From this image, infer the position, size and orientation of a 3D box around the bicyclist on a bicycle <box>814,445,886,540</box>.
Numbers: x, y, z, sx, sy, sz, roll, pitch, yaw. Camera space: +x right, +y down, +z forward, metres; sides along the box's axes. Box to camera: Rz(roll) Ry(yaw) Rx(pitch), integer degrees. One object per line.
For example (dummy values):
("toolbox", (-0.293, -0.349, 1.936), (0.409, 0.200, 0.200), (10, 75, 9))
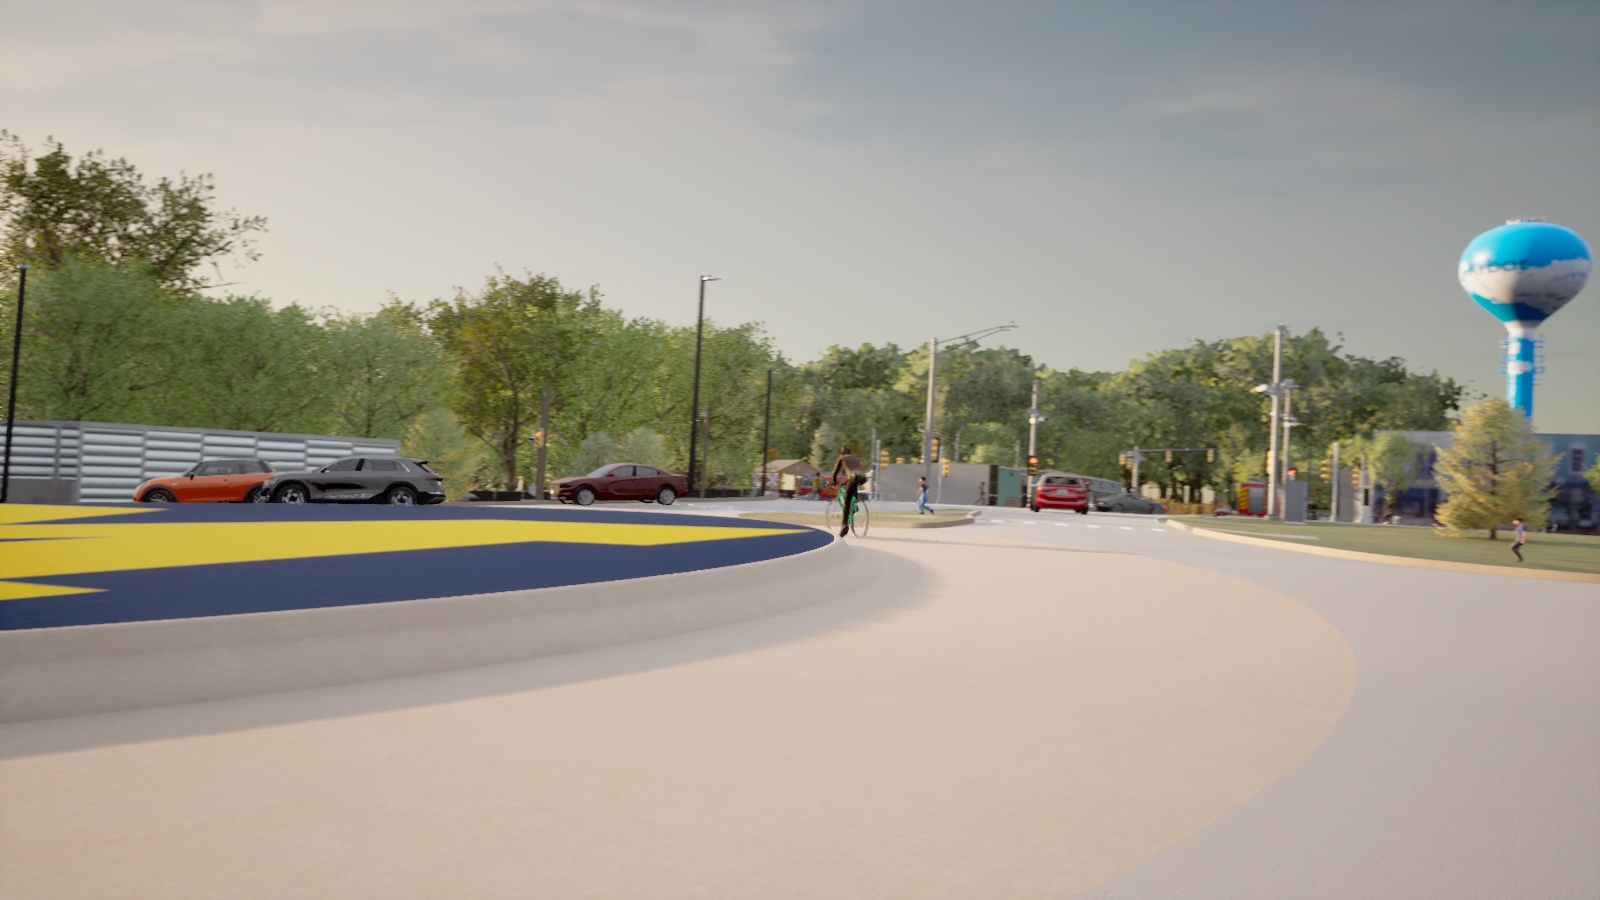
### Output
("bicyclist on a bicycle", (0.872, 0.748, 22.283), (0.582, 1.620, 1.656), (1, -1, -24))

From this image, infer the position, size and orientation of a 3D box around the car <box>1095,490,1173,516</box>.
("car", (20.775, 3.302, 78.201), (4.181, 1.385, 1.994), (3, -2, -14))

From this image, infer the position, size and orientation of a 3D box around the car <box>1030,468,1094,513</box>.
("car", (10.898, 1.667, 52.440), (2.242, 1.667, 4.611), (2, -1, 8))

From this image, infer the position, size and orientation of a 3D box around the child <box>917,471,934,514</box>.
("child", (3.778, 1.291, 37.793), (0.437, 1.263, 0.270), (2, -3, 15))

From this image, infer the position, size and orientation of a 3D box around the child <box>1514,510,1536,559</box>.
("child", (19.317, 2.248, 33.468), (0.437, 1.263, 0.270), (2, -3, 21))

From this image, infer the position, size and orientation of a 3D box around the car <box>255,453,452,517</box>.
("car", (-12.453, 1.012, 35.313), (4.856, 1.649, 2.033), (1, -3, -8))

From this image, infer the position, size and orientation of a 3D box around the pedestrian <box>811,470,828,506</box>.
("pedestrian", (1.015, 2.006, 66.058), (0.431, 1.840, 0.709), (1, -4, 42))

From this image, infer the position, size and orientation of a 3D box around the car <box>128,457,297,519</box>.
("car", (-18.828, 1.193, 40.471), (4.553, 1.767, 2.097), (-2, -1, -14))

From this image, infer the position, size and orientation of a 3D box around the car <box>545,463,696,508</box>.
("car", (-6.429, 1.247, 45.168), (5.008, 1.535, 1.882), (0, -1, -30))
